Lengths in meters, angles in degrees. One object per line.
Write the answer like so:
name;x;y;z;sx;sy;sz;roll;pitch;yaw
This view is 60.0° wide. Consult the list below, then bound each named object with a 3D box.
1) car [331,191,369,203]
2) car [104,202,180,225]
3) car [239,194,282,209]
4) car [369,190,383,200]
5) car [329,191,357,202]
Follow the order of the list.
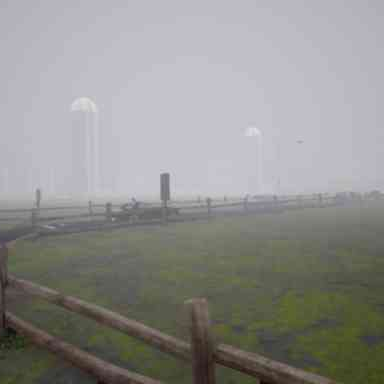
car;19.487;0.643;41.355;5.357;1.411;2.033;-1;0;-41
car;-3.053;1.274;21.115;4.718;1.301;1.895;-1;0;-42
car;7.114;0.955;34.107;5.357;1.411;2.033;-1;0;-42
car;26.791;0.416;47.999;4.892;1.490;1.837;-1;0;-42
car;21.237;0.594;46.697;4.892;1.490;1.837;-1;0;-42
